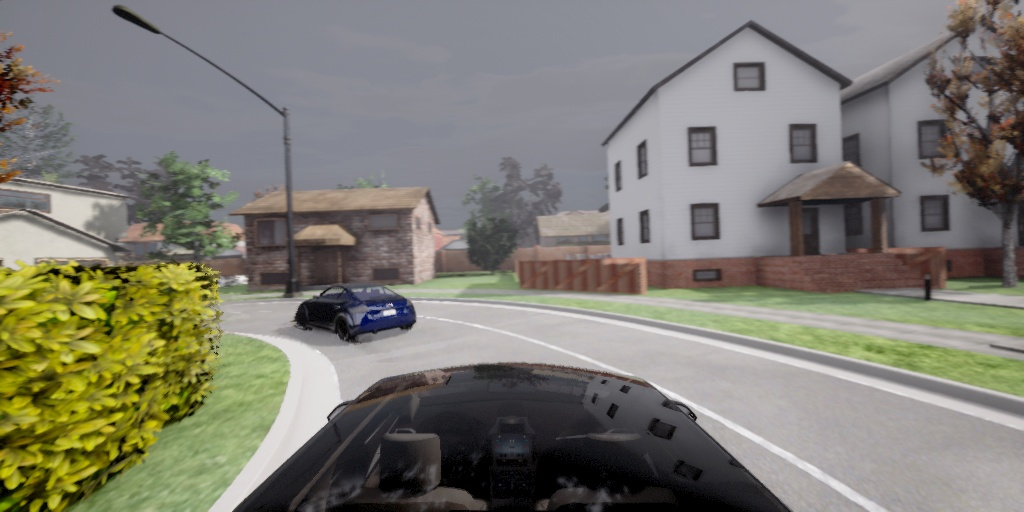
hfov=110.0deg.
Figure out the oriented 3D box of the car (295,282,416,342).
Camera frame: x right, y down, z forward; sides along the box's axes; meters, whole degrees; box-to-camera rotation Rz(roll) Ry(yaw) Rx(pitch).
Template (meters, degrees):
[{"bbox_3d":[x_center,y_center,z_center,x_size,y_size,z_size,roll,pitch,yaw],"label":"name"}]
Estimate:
[{"bbox_3d":[-4.663,1.477,10.535,4.181,1.385,1.994,-2,0,41],"label":"car"}]
